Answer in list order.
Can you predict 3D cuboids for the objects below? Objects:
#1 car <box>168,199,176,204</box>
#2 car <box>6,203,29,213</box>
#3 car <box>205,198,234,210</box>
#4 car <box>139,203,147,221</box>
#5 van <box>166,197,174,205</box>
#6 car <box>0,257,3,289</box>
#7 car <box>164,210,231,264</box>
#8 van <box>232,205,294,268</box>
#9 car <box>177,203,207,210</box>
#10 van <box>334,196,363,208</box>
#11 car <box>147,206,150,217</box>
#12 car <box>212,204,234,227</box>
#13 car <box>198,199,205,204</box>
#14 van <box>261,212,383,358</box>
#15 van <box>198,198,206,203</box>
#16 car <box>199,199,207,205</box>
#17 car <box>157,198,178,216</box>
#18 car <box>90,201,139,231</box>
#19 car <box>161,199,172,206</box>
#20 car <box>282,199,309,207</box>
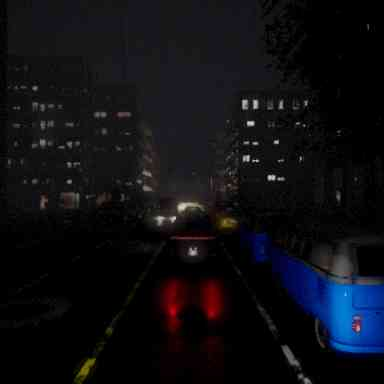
[{"bbox_3d":[-5.345,2.569,88.435,1.802,1.307,4.206,0,-1,0],"label":"car"},{"bbox_3d":[-26.158,2.331,48.665,4.097,1.590,1.967,-1,0,0],"label":"car"},{"bbox_3d":[2.570,1.638,28.136,2.192,1.841,5.009,0,-1,0],"label":"car"},{"bbox_3d":[-5.310,1.764,28.136,1.967,1.590,4.097,0,-1,0],"label":"car"},{"bbox_3d":[-5.392,2.267,82.857,1.690,1.788,3.998,0,-1,0],"label":"van"},{"bbox_3d":[-5.315,1.510,5.948,1.967,1.590,4.097,0,-1,0],"label":"car"},{"bbox_3d":[0.046,1.636,12.373,2.128,1.511,4.902,0,-1,0],"label":"car"},{"bbox_3d":[2.566,1.475,11.494,1.690,1.788,3.998,0,-1,0],"label":"van"},{"bbox_3d":[0.049,1.879,27.369,1.994,1.385,4.181,0,-1,1],"label":"car"},{"bbox_3d":[22.959,1.563,48.680,3.998,1.788,1.690,-1,0,0],"label":"van"},{"bbox_3d":[-5.399,1.826,33.679,1.967,1.590,4.097,0,-1,0],"label":"car"},{"bbox_3d":[2.569,1.788,22.757,1.752,1.417,4.829,0,-1,0],"label":"car"},{"bbox_3d":[2.587,2.614,94.014,1.947,1.339,4.313,0,-1,0],"label":"car"},{"bbox_3d":[2.565,1.411,5.947,1.690,1.788,3.998,0,-1,0],"label":"van"},{"bbox_3d":[2.711,2.200,76.652,1.690,1.788,3.998,0,-1,0],"label":"van"},{"bbox_3d":[2.677,2.471,82.853,1.887,1.381,4.507,0,-1,0],"label":"car"},{"bbox_3d":[-2.770,1.669,39.056,2.150,2.045,5.566,0,-1,0],"label":"car"},{"bbox_3d":[-5.312,1.575,22.591,2.192,1.841,5.009,0,-1,0],"label":"car"},{"bbox_3d":[-5.430,2.245,71.692,1.967,1.590,4.097,0,-1,0],"label":"car"},{"bbox_3d":[17.602,1.926,56.558,4.507,1.381,1.887,-1,0,0],"label":"car"}]
